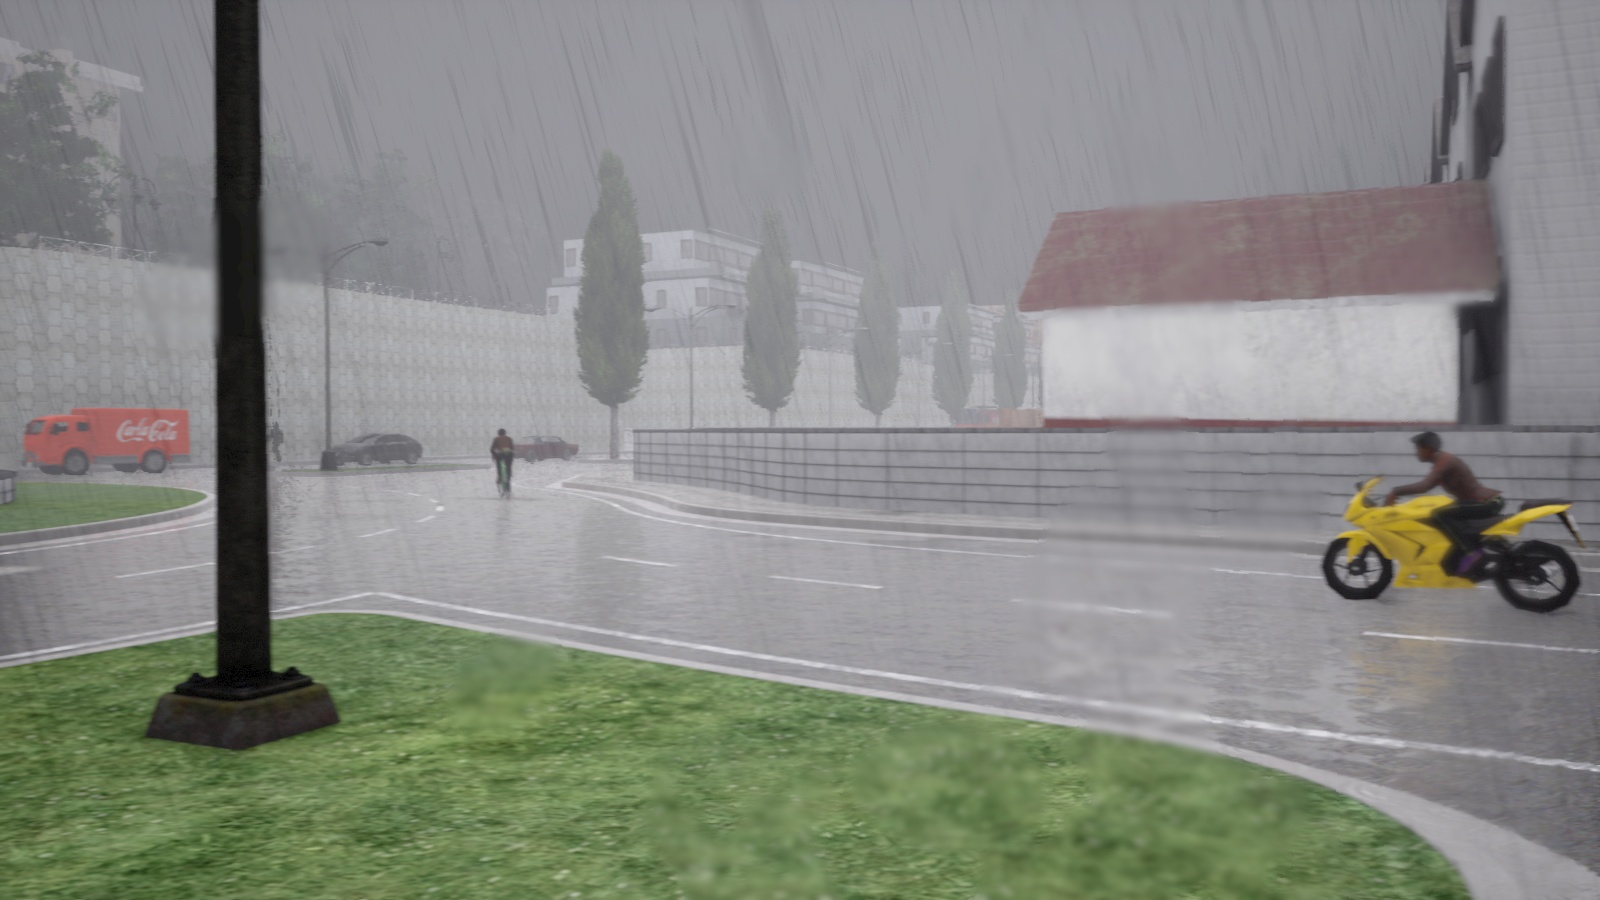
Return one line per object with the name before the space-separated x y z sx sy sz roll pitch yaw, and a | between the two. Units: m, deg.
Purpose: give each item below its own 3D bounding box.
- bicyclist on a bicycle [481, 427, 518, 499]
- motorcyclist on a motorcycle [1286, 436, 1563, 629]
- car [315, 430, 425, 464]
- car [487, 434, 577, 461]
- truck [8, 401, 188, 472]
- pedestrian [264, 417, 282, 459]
bicyclist on a bicycle | -7.008 0.275 29.206 0.582 1.620 1.656 0 1 -22
motorcyclist on a motorcycle | 5.402 0.649 10.914 2.044 1.523 0.797 1 1 35
car | -19.673 -0.185 57.655 1.837 1.490 4.892 1 1 26
car | -13.318 -0.149 62.699 1.895 1.301 4.718 1 1 26
truck | -25.893 -0.517 46.478 2.627 2.467 5.204 2 2 38
pedestrian | -24.643 -0.571 58.764 0.395 1.930 0.692 1 1 23
